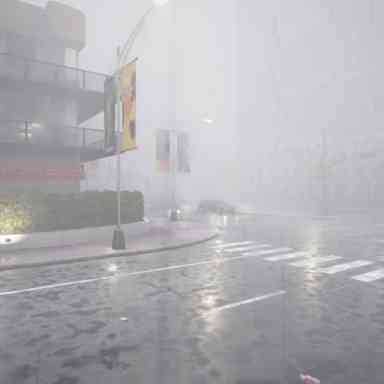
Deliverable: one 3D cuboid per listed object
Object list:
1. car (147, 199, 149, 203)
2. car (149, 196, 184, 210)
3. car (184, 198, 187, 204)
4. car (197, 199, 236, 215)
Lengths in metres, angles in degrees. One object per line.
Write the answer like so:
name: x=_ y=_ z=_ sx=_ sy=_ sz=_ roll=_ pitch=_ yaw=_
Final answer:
car: x=-6.023 y=1.491 z=59.267 sx=4.902 sy=1.511 sz=2.128 roll=0 pitch=0 yaw=42
car: x=-3.324 y=1.564 z=42.115 sx=1.994 sy=1.385 sz=4.181 roll=0 pitch=0 yaw=-35
car: x=-2.419 y=1.547 z=62.047 sx=2.033 sy=1.411 sz=5.357 roll=0 pitch=0 yaw=-19
car: x=2.451 y=1.505 z=33.846 sx=1.837 sy=1.490 sz=4.892 roll=0 pitch=0 yaw=-35
